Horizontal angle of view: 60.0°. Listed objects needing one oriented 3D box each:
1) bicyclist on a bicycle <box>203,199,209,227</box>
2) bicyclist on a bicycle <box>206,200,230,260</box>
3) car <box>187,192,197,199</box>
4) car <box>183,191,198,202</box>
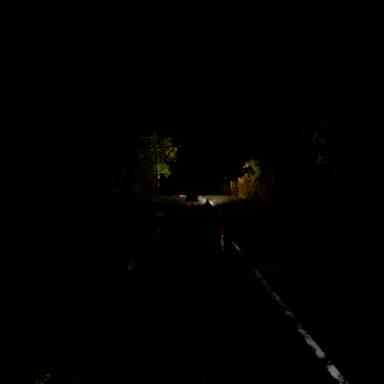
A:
[{"bbox_3d":[0.916,1.239,19.587,0.582,1.620,1.656,0,0,0],"label":"bicyclist on a bicycle"},{"bbox_3d":[0.937,1.252,10.991,0.659,1.776,1.843,0,1,0],"label":"bicyclist on a bicycle"},{"bbox_3d":[0.049,0.666,73.665,2.033,1.411,5.357,0,1,2],"label":"car"},{"bbox_3d":[-0.034,0.858,54.845,2.128,1.511,4.902,0,1,0],"label":"car"}]
